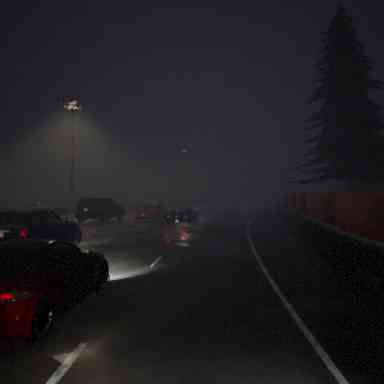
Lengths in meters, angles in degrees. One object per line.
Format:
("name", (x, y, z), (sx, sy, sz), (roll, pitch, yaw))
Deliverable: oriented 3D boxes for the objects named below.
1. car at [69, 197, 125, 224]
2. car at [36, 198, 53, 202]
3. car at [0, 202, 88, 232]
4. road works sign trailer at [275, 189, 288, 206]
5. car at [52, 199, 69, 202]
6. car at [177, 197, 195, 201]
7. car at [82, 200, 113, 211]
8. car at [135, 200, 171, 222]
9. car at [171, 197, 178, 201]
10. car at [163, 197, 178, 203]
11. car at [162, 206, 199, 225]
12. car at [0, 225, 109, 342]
("car", (-7.552, 1.474, 27.817), (2.150, 2.045, 5.566), (0, -1, 11))
("car", (-20.494, 1.889, 48.813), (1.882, 1.535, 5.008), (0, -1, 17))
("car", (-6.131, 1.460, 13.051), (2.097, 1.767, 4.553), (0, -1, 5))
("road works sign trailer", (19.125, 1.255, 70.511), (2.380, 3.560, 2.880), (0, -1, 32))
("car", (-17.192, 1.916, 47.656), (1.837, 1.490, 4.892), (0, 0, 17))
("car", (-1.028, 2.186, 84.406), (1.837, 1.490, 4.892), (0, -1, 30))
("car", (-13.489, 1.907, 47.787), (1.882, 1.535, 5.008), (0, -1, 18))
("car", (-3.528, 1.767, 29.924), (1.882, 1.535, 5.008), (0, -1, 12))
("car", (-4.028, 2.187, 86.208), (1.837, 1.490, 4.892), (0, -1, 30))
("car", (-5.673, 2.127, 90.267), (1.994, 1.385, 4.181), (0, -1, 32))
("car", (-0.676, 1.867, 26.522), (1.895, 1.301, 4.718), (0, -1, 11))
("car", (-3.142, 1.620, 6.643), (1.994, 1.385, 4.181), (0, 0, 3))
